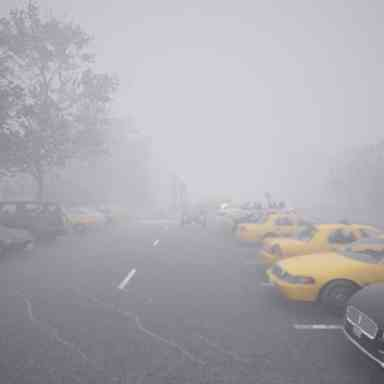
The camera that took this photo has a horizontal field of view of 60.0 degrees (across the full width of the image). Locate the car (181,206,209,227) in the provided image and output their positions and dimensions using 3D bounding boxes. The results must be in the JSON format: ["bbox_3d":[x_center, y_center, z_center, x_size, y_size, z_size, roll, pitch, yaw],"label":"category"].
[{"bbox_3d":[0.105,1.984,26.039,1.895,1.301,4.718,0,-1,0],"label":"car"}]

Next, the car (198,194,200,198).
[{"bbox_3d":[4.298,1.692,67.402,5.008,1.535,2.097,0,0,0],"label":"car"}]

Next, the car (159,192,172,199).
[{"bbox_3d":[-8.578,1.414,92.328,5.366,1.575,1.946,0,1,0],"label":"car"}]

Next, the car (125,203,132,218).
[{"bbox_3d":[-8.530,1.960,31.884,5.008,1.535,2.097,0,-1,0],"label":"car"}]

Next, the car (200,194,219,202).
[{"bbox_3d":[4.337,1.505,81.345,4.553,1.767,2.185,0,1,0],"label":"car"}]

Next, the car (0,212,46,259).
[{"bbox_3d":[-8.510,1.670,12.620,4.792,1.488,2.163,0,-1,0],"label":"car"}]

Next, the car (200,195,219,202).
[{"bbox_3d":[4.338,1.618,84.135,4.792,1.488,2.163,0,1,0],"label":"car"}]

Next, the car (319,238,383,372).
[{"bbox_3d":[4.547,1.524,4.264,4.892,1.521,2.231,0,-1,0],"label":"car"}]

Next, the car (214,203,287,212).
[{"bbox_3d":[4.538,1.870,26.459,5.008,1.535,2.097,0,-1,0],"label":"car"}]

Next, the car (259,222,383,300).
[{"bbox_3d":[4.356,1.554,7.031,5.366,1.575,1.946,0,-1,0],"label":"car"}]

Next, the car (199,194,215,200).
[{"bbox_3d":[4.317,1.377,95.276,4.674,1.452,2.002,0,2,0],"label":"car"}]

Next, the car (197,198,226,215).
[{"bbox_3d":[2.044,1.916,40.579,1.837,1.490,4.892,1,3,29],"label":"car"}]

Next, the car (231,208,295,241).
[{"bbox_3d":[4.728,1.683,15.357,5.366,1.575,1.946,0,-1,0],"label":"car"}]

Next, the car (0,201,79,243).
[{"bbox_3d":[-8.566,1.435,15.394,5.566,2.045,2.435,0,-1,0],"label":"car"}]

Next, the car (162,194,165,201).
[{"bbox_3d":[-8.970,1.697,70.146,5.366,1.575,1.946,0,0,0],"label":"car"}]

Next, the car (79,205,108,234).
[{"bbox_3d":[-8.351,1.775,20.928,5.366,1.575,1.946,0,-1,0],"label":"car"}]

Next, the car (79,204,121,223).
[{"bbox_3d":[-8.507,1.900,26.468,4.792,1.488,2.163,0,-1,0],"label":"car"}]

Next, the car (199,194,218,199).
[{"bbox_3d":[4.258,1.679,61.837,4.792,1.488,2.163,0,-1,0],"label":"car"}]

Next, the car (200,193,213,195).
[{"bbox_3d":[4.259,1.549,64.624,4.553,1.767,2.185,0,0,0],"label":"car"}]

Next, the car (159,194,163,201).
[{"bbox_3d":[-8.816,1.721,67.353,4.792,1.488,2.163,0,0,0],"label":"car"}]

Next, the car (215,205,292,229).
[{"bbox_3d":[4.357,1.775,20.908,5.366,1.575,1.946,0,-1,0],"label":"car"}]

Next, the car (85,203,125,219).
[{"bbox_3d":[-8.567,1.788,29.115,4.553,1.767,2.185,0,-1,0],"label":"car"}]

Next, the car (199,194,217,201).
[{"bbox_3d":[4.283,1.355,89.705,4.553,1.767,2.185,0,1,0],"label":"car"}]

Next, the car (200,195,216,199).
[{"bbox_3d":[4.314,1.654,59.053,4.792,1.488,2.163,0,-1,0],"label":"car"}]

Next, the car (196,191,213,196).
[{"bbox_3d":[4.267,1.449,70.197,5.566,2.045,2.435,0,0,0],"label":"car"}]

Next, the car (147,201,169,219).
[{"bbox_3d":[-3.482,2.076,35.630,1.812,1.442,4.674,0,0,0],"label":"car"}]

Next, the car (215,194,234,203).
[{"bbox_3d":[4.567,1.598,44.950,2.097,1.767,4.553,0,1,5],"label":"car"}]

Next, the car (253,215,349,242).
[{"bbox_3d":[4.727,1.592,9.684,5.366,1.575,1.946,0,-1,0],"label":"car"}]

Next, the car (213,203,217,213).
[{"bbox_3d":[4.573,1.946,29.235,4.792,1.488,2.163,0,-1,0],"label":"car"}]

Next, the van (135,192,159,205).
[{"bbox_3d":[-8.669,1.399,58.985,4.442,1.987,1.878,1,0,0],"label":"van"}]

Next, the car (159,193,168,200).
[{"bbox_3d":[-8.772,1.664,78.388,5.008,1.535,2.097,0,1,0],"label":"car"}]

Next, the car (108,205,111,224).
[{"bbox_3d":[-8.534,1.864,23.698,4.674,1.452,2.002,0,-1,0],"label":"car"}]

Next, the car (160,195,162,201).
[{"bbox_3d":[-8.793,1.712,64.441,4.674,1.452,2.002,0,-1,0],"label":"car"}]

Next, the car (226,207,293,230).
[{"bbox_3d":[4.536,1.733,18.132,4.892,1.521,2.231,0,-1,0],"label":"car"}]
